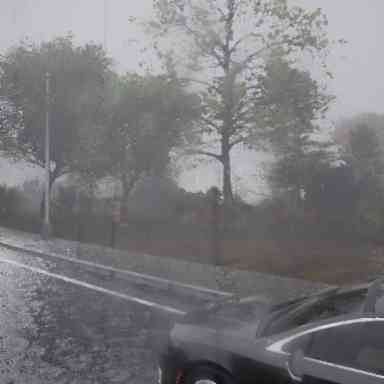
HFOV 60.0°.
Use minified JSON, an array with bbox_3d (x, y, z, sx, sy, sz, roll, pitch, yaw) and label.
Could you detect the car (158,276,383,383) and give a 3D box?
[{"bbox_3d":[1.898,1.515,2.739,4.892,1.490,1.837,0,0,35],"label":"car"}]
